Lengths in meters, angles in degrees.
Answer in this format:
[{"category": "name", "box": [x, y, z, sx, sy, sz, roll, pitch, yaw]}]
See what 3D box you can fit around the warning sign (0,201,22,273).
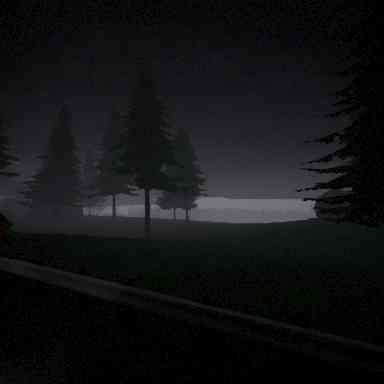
[{"category": "warning sign", "box": [-5.543, 1.207, 9.043, 1.060, 1.860, 1.300, -1, 0, 37]}]
